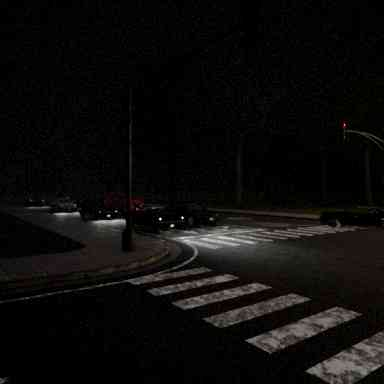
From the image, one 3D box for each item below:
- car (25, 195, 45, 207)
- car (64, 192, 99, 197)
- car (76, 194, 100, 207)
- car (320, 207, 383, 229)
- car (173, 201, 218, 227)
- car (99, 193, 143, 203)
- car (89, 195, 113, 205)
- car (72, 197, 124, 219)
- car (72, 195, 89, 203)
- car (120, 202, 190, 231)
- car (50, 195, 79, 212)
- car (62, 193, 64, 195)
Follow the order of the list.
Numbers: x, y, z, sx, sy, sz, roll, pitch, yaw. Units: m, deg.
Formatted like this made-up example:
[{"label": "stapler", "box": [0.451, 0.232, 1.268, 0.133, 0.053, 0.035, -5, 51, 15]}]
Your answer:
[{"label": "car", "box": [-23.251, 1.194, 49.197, 2.097, 1.767, 4.553, 0, 0, -36]}, {"label": "car", "box": [-13.842, 1.078, 41.618, 2.150, 2.045, 5.566, 0, 0, -36]}, {"label": "car", "box": [-15.604, 1.186, 49.812, 2.097, 1.767, 4.553, 0, 0, -35]}, {"label": "car", "box": [10.467, 1.552, 20.624, 4.718, 1.301, 1.895, 0, 0, 25]}, {"label": "car", "box": [-0.220, 1.410, 22.804, 1.882, 1.535, 5.008, 0, 0, -35]}, {"label": "car", "box": [-6.454, 1.116, 31.401, 2.150, 2.045, 5.566, 0, 0, -36]}, {"label": "car", "box": [-15.006, 1.313, 54.612, 2.128, 1.511, 4.902, 0, 0, -36]}, {"label": "car", "box": [-8.031, 1.454, 28.044, 2.033, 1.411, 5.357, 0, 0, -36]}, {"label": "car", "box": [-21.132, 1.330, 63.039, 1.812, 1.442, 4.674, 0, 0, -36]}, {"label": "car", "box": [-2.372, 1.542, 20.230, 1.895, 1.301, 4.718, 0, 0, -36]}, {"label": "car", "box": [-14.065, 1.401, 36.375, 1.812, 1.442, 4.674, 0, 0, -36]}, {"label": "car", "box": [-21.414, 1.038, 57.735, 2.150, 2.045, 5.566, 0, 0, -36]}]
